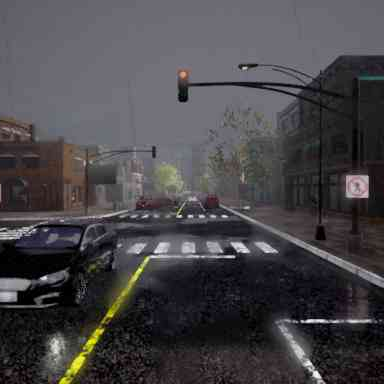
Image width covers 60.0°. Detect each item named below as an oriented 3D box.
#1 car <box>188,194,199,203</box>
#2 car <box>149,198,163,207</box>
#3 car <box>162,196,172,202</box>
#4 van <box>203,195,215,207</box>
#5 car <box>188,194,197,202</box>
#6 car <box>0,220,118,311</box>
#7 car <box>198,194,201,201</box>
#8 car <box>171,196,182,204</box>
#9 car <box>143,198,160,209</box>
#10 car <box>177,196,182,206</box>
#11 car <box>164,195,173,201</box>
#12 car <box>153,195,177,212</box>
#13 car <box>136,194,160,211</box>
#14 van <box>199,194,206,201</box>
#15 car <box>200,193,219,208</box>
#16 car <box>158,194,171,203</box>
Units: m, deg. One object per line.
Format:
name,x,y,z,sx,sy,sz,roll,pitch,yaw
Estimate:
car,0.128,1.505,69.073,1.812,1.442,4.674,0,0,0
car,-5.669,1.567,52.437,1.802,1.307,4.206,-1,0,0
car,-5.659,1.543,74.612,1.947,1.339,4.313,-1,0,0
van,2.709,1.326,52.433,1.690,1.788,3.998,-1,0,0
car,0.035,1.331,79.211,2.097,1.767,4.553,0,0,0
car,-3.099,1.488,8.001,2.128,1.511,4.902,0,0,0
car,2.716,1.532,63.521,2.008,1.369,4.403,-1,0,0
car,-3.015,1.543,64.920,1.994,1.385,4.181,0,0,1
car,-5.672,1.531,46.892,1.887,1.381,4.507,-1,0,0
car,-3.067,1.586,52.757,1.895,1.301,4.718,0,0,0
car,-5.657,1.520,80.156,1.887,1.381,4.507,-1,0,0
car,-3.081,1.467,38.978,1.882,1.535,5.008,0,0,0
car,-5.676,1.303,41.348,2.192,1.841,5.009,-1,0,0
van,2.724,1.314,85.697,1.690,1.788,3.998,-1,0,0
car,2.707,1.301,46.889,2.192,1.841,5.009,-1,0,0
car,-5.664,1.294,69.068,2.192,1.841,5.009,-1,0,0
